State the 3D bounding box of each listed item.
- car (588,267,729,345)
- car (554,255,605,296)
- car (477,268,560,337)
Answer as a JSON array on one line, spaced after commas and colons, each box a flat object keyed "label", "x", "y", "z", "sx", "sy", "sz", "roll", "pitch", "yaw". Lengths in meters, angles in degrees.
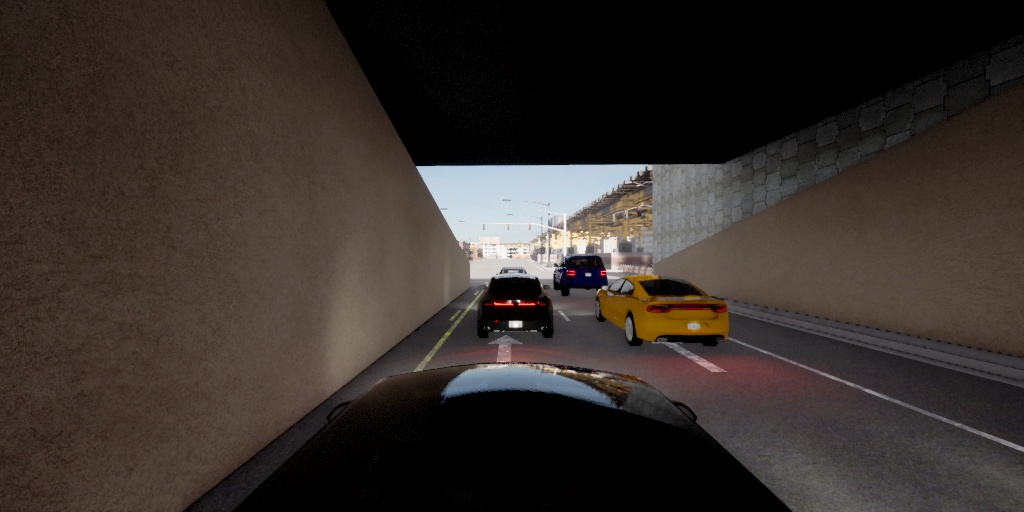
[{"label": "car", "x": 3.574, "y": 1.228, "z": 9.515, "sx": 1.882, "sy": 1.535, "sz": 5.008, "roll": 0, "pitch": 0, "yaw": 0}, {"label": "car", "x": 3.569, "y": 0.971, "z": 19.484, "sx": 2.150, "sy": 2.045, "sz": 5.566, "roll": 0, "pitch": 0, "yaw": 0}, {"label": "car", "x": 0.076, "y": 1.255, "z": 10.313, "sx": 1.837, "sy": 1.490, "sz": 4.892, "roll": 0, "pitch": 0, "yaw": 0}]
